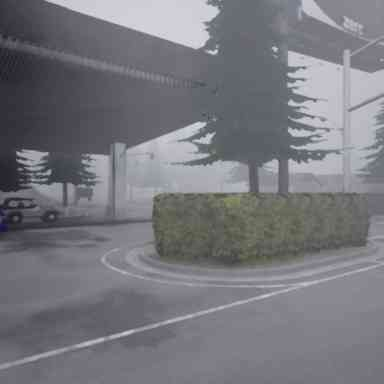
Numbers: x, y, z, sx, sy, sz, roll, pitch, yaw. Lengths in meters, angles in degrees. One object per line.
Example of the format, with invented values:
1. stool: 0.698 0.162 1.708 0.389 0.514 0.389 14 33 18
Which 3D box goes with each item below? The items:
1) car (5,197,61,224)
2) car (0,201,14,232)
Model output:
1. car: -11.604 1.304 23.749 3.866 1.878 1.905 0 0 -36
2. car: -11.790 1.481 16.619 4.611 1.667 2.242 0 0 -36
